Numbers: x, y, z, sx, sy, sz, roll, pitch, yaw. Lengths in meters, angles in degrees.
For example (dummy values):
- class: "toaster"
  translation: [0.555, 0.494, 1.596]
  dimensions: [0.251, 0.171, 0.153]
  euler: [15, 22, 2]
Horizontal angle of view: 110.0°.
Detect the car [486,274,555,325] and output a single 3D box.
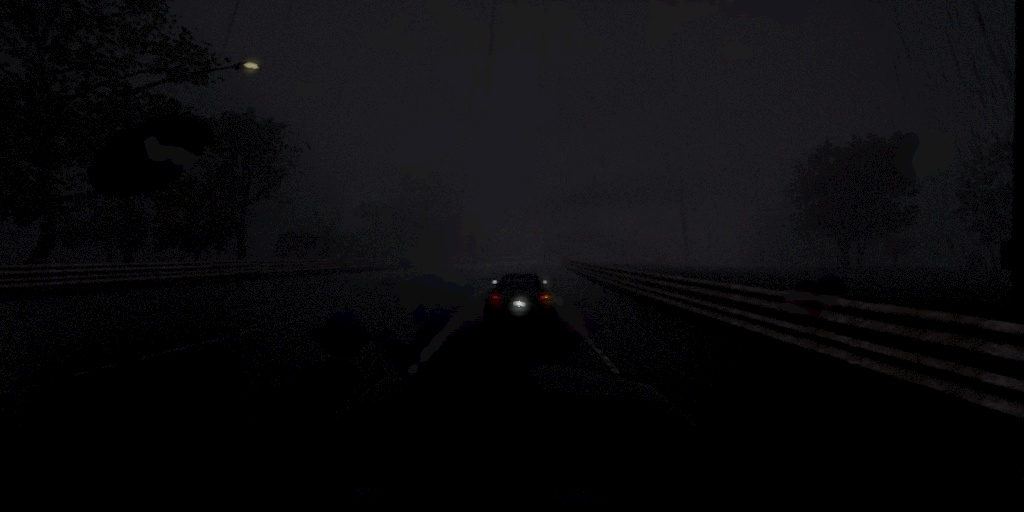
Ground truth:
- class: "car"
  translation: [0.273, 1.262, 11.670]
  dimensions: [1.994, 1.385, 4.181]
  euler: [0, 0, 1]
